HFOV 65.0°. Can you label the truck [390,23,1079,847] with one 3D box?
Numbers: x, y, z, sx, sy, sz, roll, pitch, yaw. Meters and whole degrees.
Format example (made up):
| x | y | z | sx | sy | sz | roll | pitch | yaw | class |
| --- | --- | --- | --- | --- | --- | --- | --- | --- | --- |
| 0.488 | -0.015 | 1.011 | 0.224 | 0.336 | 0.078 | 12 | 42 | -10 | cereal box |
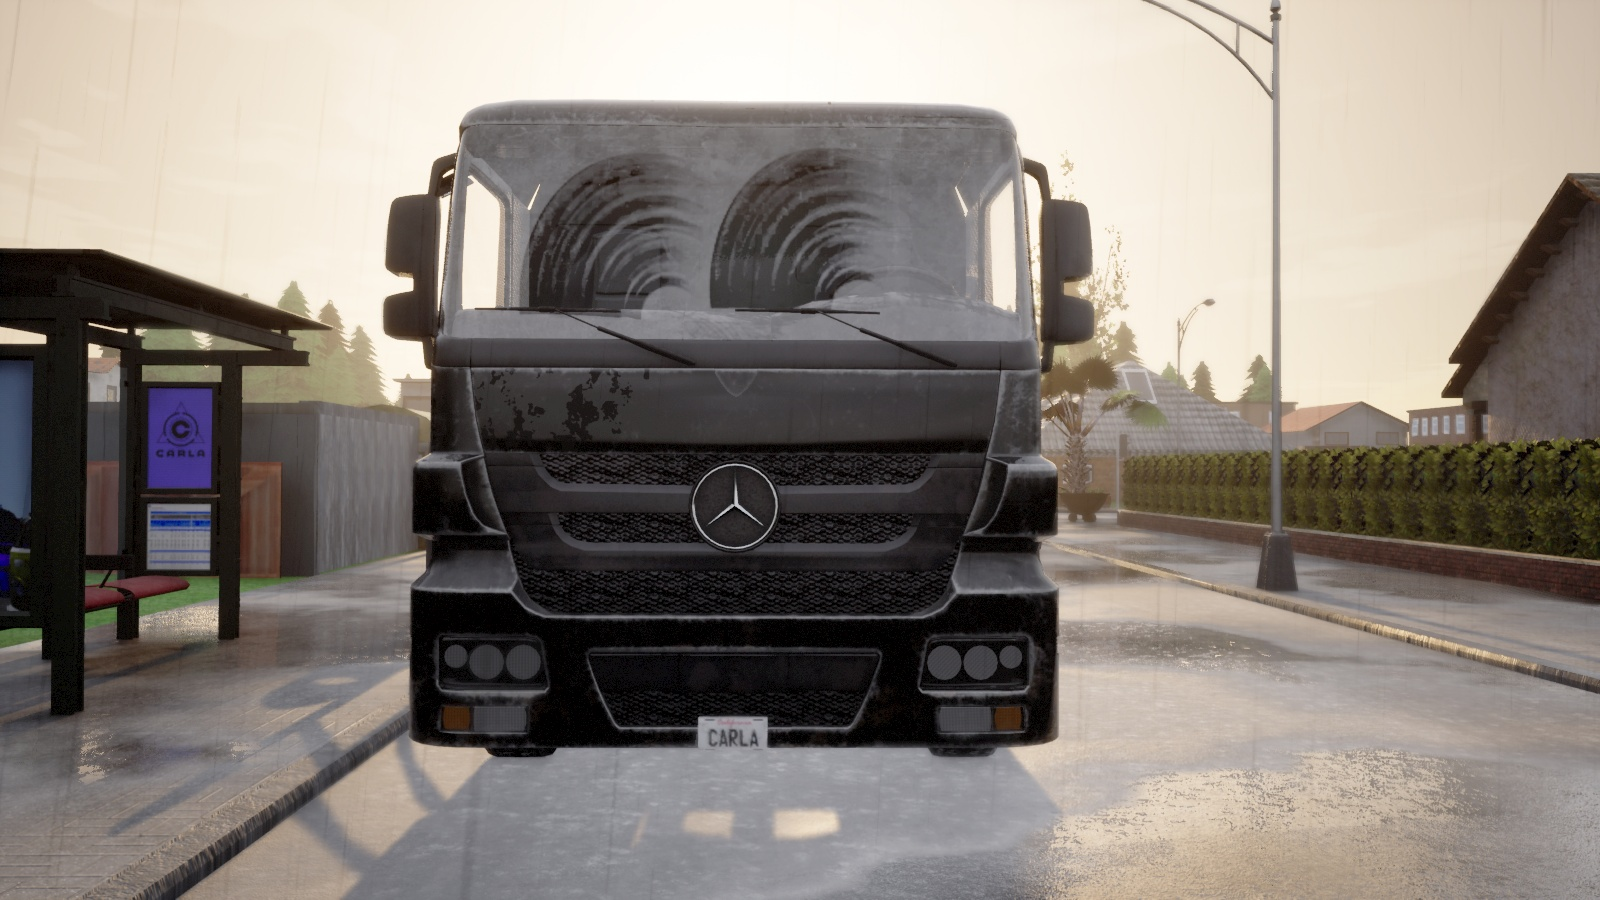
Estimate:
| x | y | z | sx | sy | sz | roll | pitch | yaw | class |
| --- | --- | --- | --- | --- | --- | --- | --- | --- | --- |
| -0.345 | -0.011 | 9.266 | 2.891 | 3.462 | 7.936 | 0 | -1 | -1 | truck |
